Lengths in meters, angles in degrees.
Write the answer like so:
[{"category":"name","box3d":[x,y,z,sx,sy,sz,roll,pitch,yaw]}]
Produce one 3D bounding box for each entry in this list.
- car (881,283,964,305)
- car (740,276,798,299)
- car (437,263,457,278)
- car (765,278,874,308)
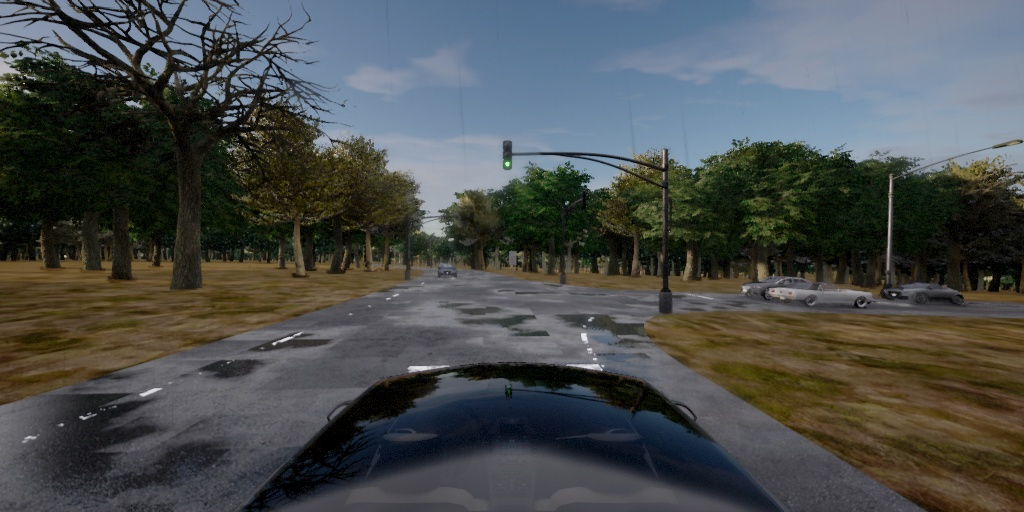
[{"category":"car","box3d":[27.956,2.527,24.485,4.181,1.385,1.994,2,-1,-4]},{"category":"car","box3d":[17.849,2.097,23.920,4.902,1.511,2.128,2,-1,-5]},{"category":"car","box3d":[-7.130,1.644,39.679,1.994,1.385,4.181,0,-1,-10]},{"category":"car","box3d":[17.439,2.160,20.280,4.718,1.301,1.895,2,-1,-3]}]
